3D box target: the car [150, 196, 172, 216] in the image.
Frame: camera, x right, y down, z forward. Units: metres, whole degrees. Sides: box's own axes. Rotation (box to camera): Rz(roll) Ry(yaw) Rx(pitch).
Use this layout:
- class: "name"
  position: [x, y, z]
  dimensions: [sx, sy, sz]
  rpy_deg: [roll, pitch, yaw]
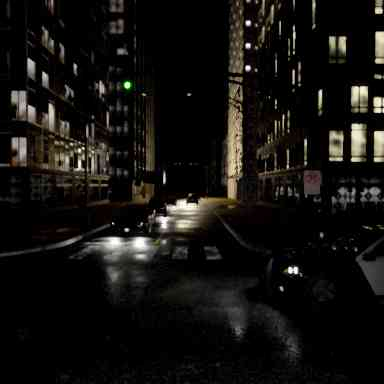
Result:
- class: "car"
  position: [-3.066, 1.261, 29.535]
  dimensions: [1.837, 1.490, 4.892]
  rpy_deg: [0, 1, 0]

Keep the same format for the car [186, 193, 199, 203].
- class: "car"
  position: [0.057, 1.051, 59.744]
  dimensions: [2.128, 1.511, 4.902]
  rpy_deg: [0, 0, 0]

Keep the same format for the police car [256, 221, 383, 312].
- class: "police car"
  position: [3.939, 1.428, 6.913]
  dimensions: [4.974, 1.542, 2.038]
  rpy_deg: [0, 1, 2]

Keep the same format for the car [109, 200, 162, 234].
- class: "car"
  position: [-3.080, 1.386, 18.363]
  dimensions: [2.033, 1.411, 5.357]
  rpy_deg: [0, 0, 0]

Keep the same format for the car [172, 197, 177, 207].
- class: "car"
  position: [-3.033, 1.252, 44.683]
  dimensions: [1.895, 1.301, 4.718]
  rpy_deg: [0, 0, 0]

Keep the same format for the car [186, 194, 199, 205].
- class: "car"
  position: [0.047, 1.175, 49.327]
  dimensions: [2.033, 1.411, 5.357]
  rpy_deg: [0, 0, 0]
